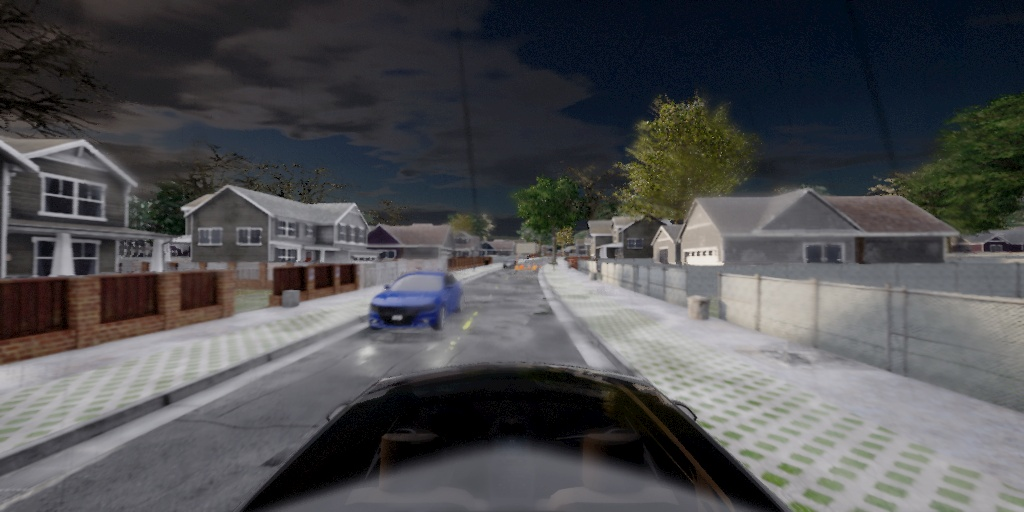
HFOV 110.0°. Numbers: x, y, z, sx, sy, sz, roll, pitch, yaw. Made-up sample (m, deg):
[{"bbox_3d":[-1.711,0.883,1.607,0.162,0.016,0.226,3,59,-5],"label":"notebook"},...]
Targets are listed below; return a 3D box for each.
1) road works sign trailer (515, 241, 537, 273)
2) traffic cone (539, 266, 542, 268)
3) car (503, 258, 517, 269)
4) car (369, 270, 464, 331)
[{"bbox_3d":[1.580,0.131,41.177,2.380,3.560,2.880,0,0,5],"label":"road works sign trailer"},{"bbox_3d":[4.443,1.370,53.971,0.340,0.580,0.340,0,0,6],"label":"traffic cone"},{"bbox_3d":[-0.210,1.095,52.022,2.128,1.511,4.902,0,0,6],"label":"car"},{"bbox_3d":[-2.722,1.225,11.171,1.882,1.535,5.008,0,0,1],"label":"car"}]
